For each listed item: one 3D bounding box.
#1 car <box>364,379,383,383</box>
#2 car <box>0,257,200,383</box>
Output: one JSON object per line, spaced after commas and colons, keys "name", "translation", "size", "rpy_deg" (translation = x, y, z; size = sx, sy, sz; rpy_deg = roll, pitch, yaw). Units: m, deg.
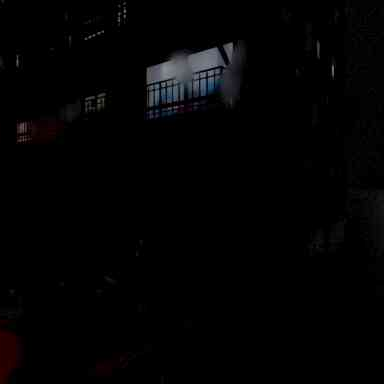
{"name": "car", "translation": [2.569, 1.566, 1.047], "size": [4.313, 1.339, 1.947], "rpy_deg": [0, 0, 35]}
{"name": "car", "translation": [-2.023, 1.545, 4.316], "size": [4.507, 1.381, 1.887], "rpy_deg": [0, 0, 35]}
